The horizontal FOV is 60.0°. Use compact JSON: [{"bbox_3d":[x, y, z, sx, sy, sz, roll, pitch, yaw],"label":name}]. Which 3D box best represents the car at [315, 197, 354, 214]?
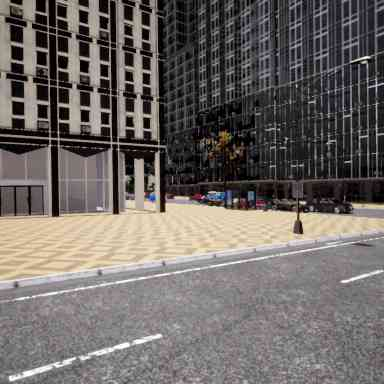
[{"bbox_3d":[13.997,1.345,34.046,1.837,1.490,4.892,-1,1,-35],"label":"car"}]

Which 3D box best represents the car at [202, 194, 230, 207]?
[{"bbox_3d":[3.744,1.320,44.270,1.947,1.339,4.313,0,1,-35],"label":"car"}]

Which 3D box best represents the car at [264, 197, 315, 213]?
[{"bbox_3d":[10.136,1.424,34.868,1.947,1.339,4.313,0,1,-35],"label":"car"}]

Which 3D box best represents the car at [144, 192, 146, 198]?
[{"bbox_3d":[-8.674,0.615,77.124,2.192,1.841,5.009,0,1,-35],"label":"car"}]

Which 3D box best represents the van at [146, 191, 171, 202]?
[{"bbox_3d":[-5.891,0.937,58.332,1.690,1.788,3.998,0,1,-35],"label":"van"}]

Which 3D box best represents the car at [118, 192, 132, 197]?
[{"bbox_3d":[-18.354,0.689,91.162,2.008,1.369,4.403,0,1,-35],"label":"car"}]

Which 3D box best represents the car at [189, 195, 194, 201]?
[{"bbox_3d":[1.007,1.044,63.091,1.802,1.307,4.206,0,1,-35],"label":"car"}]

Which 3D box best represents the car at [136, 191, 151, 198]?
[{"bbox_3d":[-11.901,0.686,81.804,1.967,1.590,4.097,0,1,-35],"label":"car"}]

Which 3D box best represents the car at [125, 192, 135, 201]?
[{"bbox_3d":[-12.346,1.040,67.692,2.008,1.369,4.403,0,1,-35],"label":"car"}]

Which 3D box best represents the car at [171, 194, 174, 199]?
[{"bbox_3d":[-5.447,0.936,72.449,1.802,1.307,4.206,0,1,-35],"label":"car"}]

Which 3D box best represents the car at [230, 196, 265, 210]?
[{"bbox_3d":[6.923,1.388,39.559,1.802,1.307,4.206,0,1,-35],"label":"car"}]

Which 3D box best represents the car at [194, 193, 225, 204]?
[{"bbox_3d":[2.813,1.262,50.280,1.895,1.301,4.718,-1,1,-35],"label":"car"}]

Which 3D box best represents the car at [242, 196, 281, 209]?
[{"bbox_3d":[8.650,1.260,41.801,1.837,1.490,4.892,-1,1,-34],"label":"car"}]
